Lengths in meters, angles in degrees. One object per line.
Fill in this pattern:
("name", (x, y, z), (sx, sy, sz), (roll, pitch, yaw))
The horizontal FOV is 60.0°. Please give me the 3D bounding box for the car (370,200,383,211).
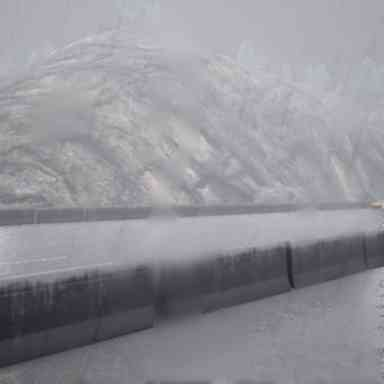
("car", (25.486, 1.732, 43.978), (5.008, 1.535, 1.882), (1, 0, -35))
